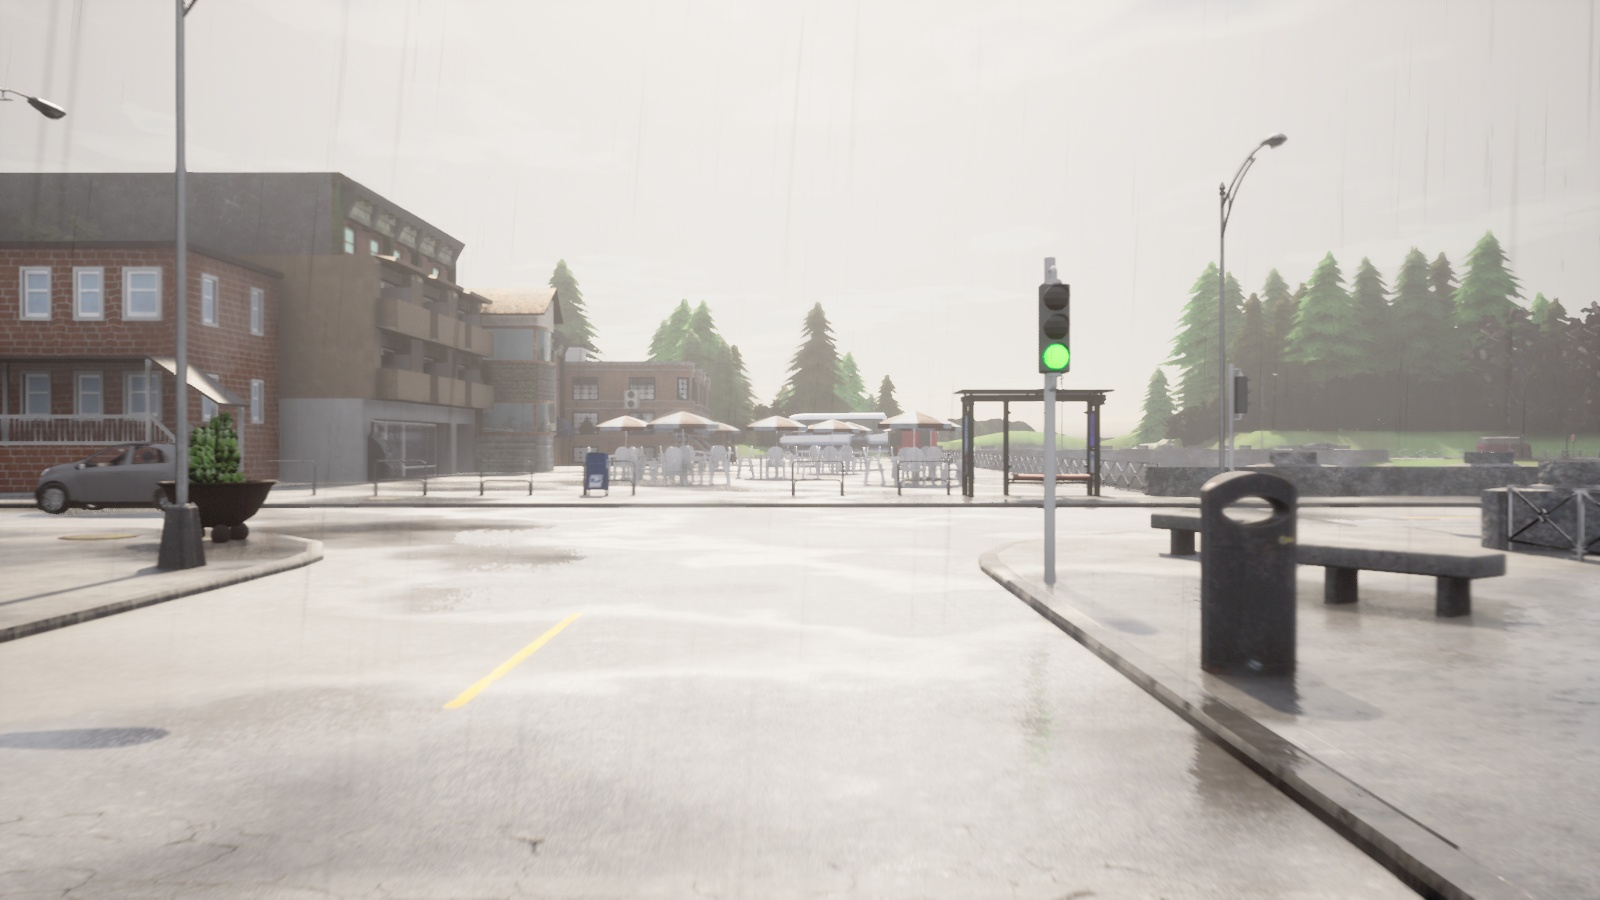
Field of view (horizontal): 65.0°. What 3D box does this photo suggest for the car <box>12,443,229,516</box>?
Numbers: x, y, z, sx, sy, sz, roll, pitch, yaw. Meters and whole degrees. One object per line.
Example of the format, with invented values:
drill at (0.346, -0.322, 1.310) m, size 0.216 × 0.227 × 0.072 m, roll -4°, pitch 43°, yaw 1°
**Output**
car at (-14.408, 0.598, 26.776) m, size 3.633 × 1.501 × 1.845 m, roll 0°, pitch 0°, yaw 2°
